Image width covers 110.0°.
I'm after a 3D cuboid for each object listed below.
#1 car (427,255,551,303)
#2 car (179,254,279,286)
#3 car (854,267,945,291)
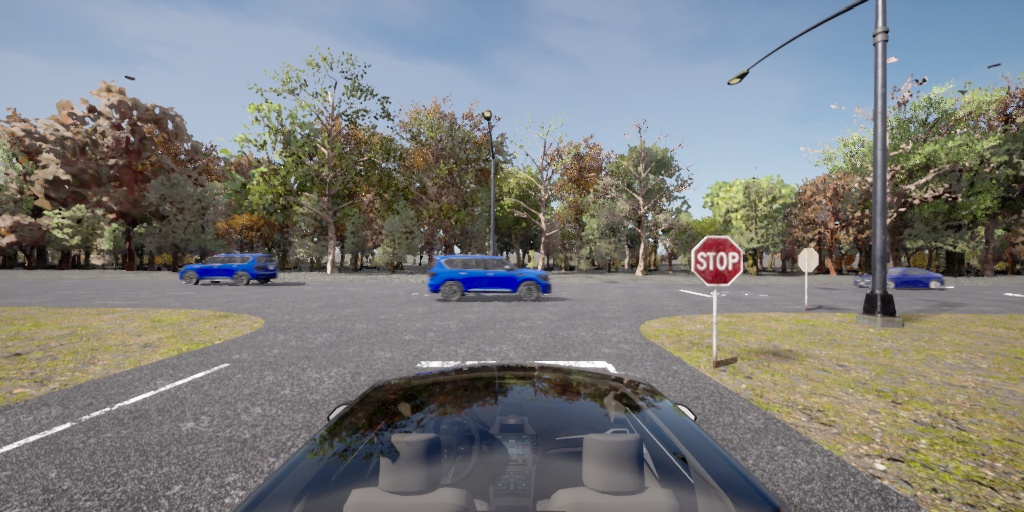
[{"bbox_3d":[-1.016,0.977,16.277,5.566,2.045,2.150,0,0,0],"label":"car"},{"bbox_3d":[-18.427,0.881,23.528,5.566,2.045,2.150,0,0,1],"label":"car"},{"bbox_3d":[24.905,1.465,23.089,4.674,1.442,1.812,-1,0,1],"label":"car"}]
